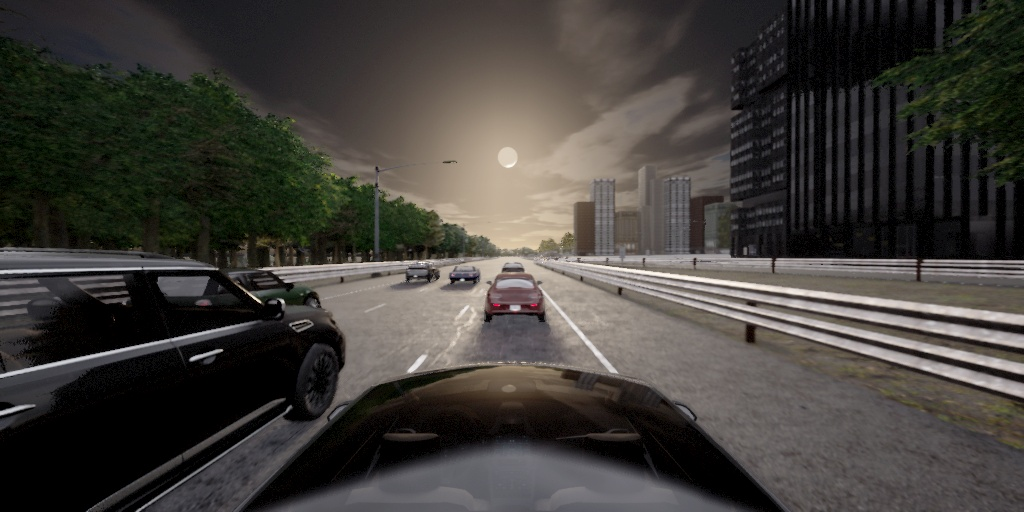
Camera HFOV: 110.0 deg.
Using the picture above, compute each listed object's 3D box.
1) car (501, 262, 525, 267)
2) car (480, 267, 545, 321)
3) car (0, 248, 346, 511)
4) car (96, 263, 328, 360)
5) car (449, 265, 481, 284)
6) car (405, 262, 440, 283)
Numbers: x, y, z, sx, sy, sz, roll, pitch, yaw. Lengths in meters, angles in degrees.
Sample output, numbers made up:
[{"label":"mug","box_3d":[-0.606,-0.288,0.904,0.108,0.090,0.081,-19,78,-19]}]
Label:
[{"label":"car","box_3d":[0.094,1.223,29.730,1.882,1.535,5.008,0,0,0]},{"label":"car","box_3d":[0.085,1.274,12.264,1.812,1.442,4.674,0,0,0]},{"label":"car","box_3d":[-3.399,0.971,2.661,2.150,2.045,5.566,0,0,0]},{"label":"car","box_3d":[-6.901,1.101,9.124,2.097,1.767,4.553,0,0,0]},{"label":"car","box_3d":[-3.404,1.347,26.826,1.895,1.301,4.718,0,0,0]},{"label":"car","box_3d":[-6.904,1.237,28.130,2.128,1.511,4.902,0,0,0]}]
